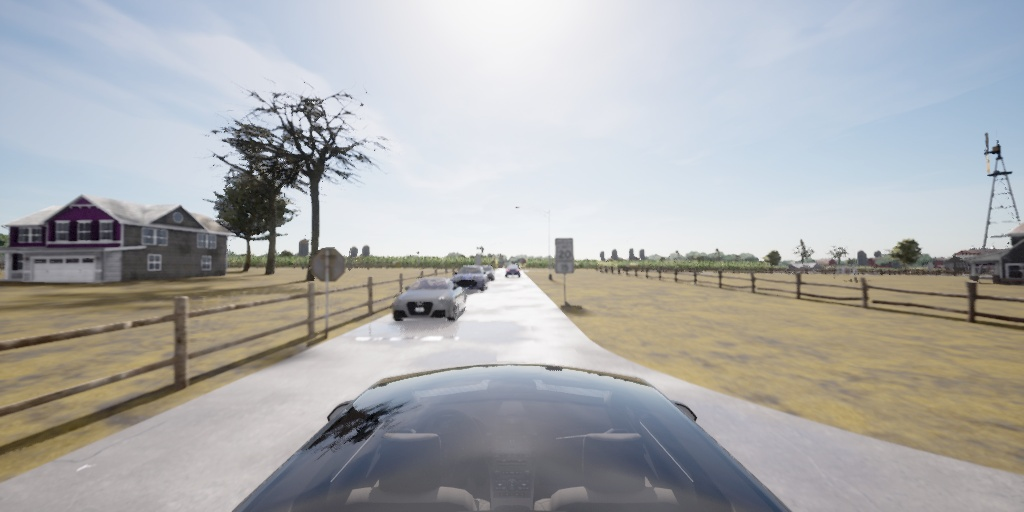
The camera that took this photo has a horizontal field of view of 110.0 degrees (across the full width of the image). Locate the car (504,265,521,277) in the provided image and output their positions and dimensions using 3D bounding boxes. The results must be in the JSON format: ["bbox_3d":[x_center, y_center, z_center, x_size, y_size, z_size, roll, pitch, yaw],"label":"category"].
[{"bbox_3d":[0.111,1.893,44.698,1.812,1.442,4.674,-1,-1,0],"label":"car"}]

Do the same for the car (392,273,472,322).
[{"bbox_3d":[-2.824,1.485,13.034,1.994,1.385,4.181,-1,-1,1],"label":"car"}]

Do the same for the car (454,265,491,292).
[{"bbox_3d":[-2.794,1.438,24.558,2.097,1.767,4.553,-1,-1,0],"label":"car"}]

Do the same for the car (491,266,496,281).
[{"bbox_3d":[-2.746,1.785,37.148,1.837,1.490,4.892,-1,-1,0],"label":"car"}]
